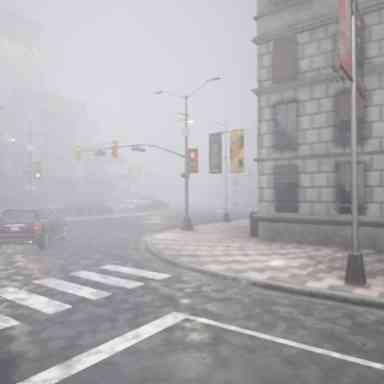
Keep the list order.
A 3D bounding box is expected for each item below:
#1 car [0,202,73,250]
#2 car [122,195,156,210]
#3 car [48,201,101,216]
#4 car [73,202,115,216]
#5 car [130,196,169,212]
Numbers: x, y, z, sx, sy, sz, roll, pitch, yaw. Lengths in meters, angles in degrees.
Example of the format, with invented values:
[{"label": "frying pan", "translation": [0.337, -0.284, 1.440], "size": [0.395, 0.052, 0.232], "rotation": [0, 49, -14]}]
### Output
[{"label": "car", "translation": [-7.123, 1.455, 15.052], "size": [2.097, 1.767, 4.553], "rotation": [0, 0, -7]}, {"label": "car", "translation": [-6.979, 1.448, 45.390], "size": [2.150, 2.045, 5.566], "rotation": [-1, 0, 36]}, {"label": "car", "translation": [-12.963, 1.775, 37.166], "size": [2.033, 1.411, 5.357], "rotation": [-1, 0, 36]}, {"label": "car", "translation": [-10.179, 1.767, 35.044], "size": [1.994, 1.385, 4.181], "rotation": [-1, 0, 36]}, {"label": "car", "translation": [-5.010, 1.680, 42.151], "size": [1.882, 1.535, 5.008], "rotation": [-1, 0, 36]}]
